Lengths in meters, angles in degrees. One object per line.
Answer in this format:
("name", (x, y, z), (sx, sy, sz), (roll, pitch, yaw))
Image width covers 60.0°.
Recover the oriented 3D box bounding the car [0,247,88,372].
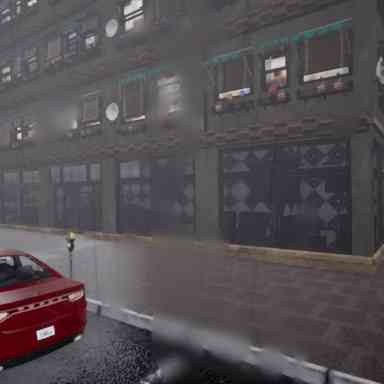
("car", (-3.557, 1.546, 5.267), (4.507, 1.381, 1.887), (0, -1, 36))
